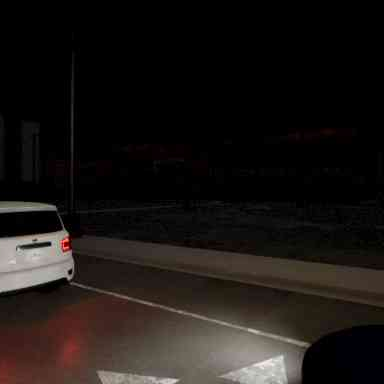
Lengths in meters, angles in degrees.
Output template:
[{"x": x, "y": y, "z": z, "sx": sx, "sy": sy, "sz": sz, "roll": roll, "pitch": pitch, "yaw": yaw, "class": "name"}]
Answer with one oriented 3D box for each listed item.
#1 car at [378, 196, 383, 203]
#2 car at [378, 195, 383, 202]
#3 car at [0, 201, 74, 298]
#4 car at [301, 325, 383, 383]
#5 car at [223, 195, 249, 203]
[{"x": 39.921, "y": 1.527, "z": 67.903, "sx": 2.038, "sy": 1.542, "sz": 4.974, "roll": 1, "pitch": 1, "yaw": 6, "class": "car"}, {"x": 39.928, "y": 1.369, "z": 67.953, "sx": 1.853, "sy": 1.218, "sz": 4.536, "roll": 1, "pitch": 1, "yaw": 6, "class": "car"}, {"x": -5.037, "y": 1.220, "z": 7.580, "sx": 5.566, "sy": 2.045, "sz": 2.150, "roll": 0, "pitch": 0, "yaw": 35, "class": "car"}, {"x": 3.000, "y": 1.516, "z": 1.847, "sx": 4.674, "sy": 1.442, "sz": 1.812, "roll": 0, "pitch": 0, "yaw": 35, "class": "car"}, {"x": 8.318, "y": 1.254, "z": 63.511, "sx": 4.892, "sy": 1.490, "sz": 1.837, "roll": 1, "pitch": 0, "yaw": -2, "class": "car"}]
